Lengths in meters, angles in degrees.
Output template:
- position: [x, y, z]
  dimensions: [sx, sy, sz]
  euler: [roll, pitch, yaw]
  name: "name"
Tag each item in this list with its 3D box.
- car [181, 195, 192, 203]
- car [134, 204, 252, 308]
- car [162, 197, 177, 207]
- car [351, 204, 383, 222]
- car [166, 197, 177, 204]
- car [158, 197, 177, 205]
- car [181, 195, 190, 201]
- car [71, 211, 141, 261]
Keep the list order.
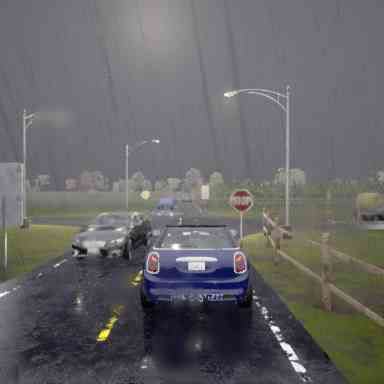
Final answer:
- position: [-1.087, 1.509, 70.095]
  dimensions: [1.994, 1.385, 4.181]
  euler: [0, 0, -2]
  name: "car"
- position: [0.074, 1.351, 8.090]
  dimensions: [2.097, 1.767, 4.553]
  euler: [0, 0, 0]
  name: "car"
- position: [-3.500, 1.517, 52.498]
  dimensions: [2.033, 1.411, 5.357]
  euler: [0, 0, -1]
  name: "car"
- position: [14.662, 1.543, 24.303]
  dimensions: [5.357, 1.411, 2.033]
  euler: [0, 0, 10]
  name: "car"
- position: [-3.743, 1.559, 62.608]
  dimensions: [1.895, 1.301, 4.718]
  euler: [0, 0, -1]
  name: "car"
- position: [-3.280, 1.457, 42.540]
  dimensions: [1.882, 1.535, 5.008]
  euler: [0, 0, -1]
  name: "car"
- position: [-1.602, 1.455, 82.375]
  dimensions: [2.128, 1.511, 4.902]
  euler: [0, 0, -2]
  name: "car"
- position: [-2.781, 1.489, 12.414]
  dimensions: [2.128, 1.511, 4.902]
  euler: [0, 0, 5]
  name: "car"
